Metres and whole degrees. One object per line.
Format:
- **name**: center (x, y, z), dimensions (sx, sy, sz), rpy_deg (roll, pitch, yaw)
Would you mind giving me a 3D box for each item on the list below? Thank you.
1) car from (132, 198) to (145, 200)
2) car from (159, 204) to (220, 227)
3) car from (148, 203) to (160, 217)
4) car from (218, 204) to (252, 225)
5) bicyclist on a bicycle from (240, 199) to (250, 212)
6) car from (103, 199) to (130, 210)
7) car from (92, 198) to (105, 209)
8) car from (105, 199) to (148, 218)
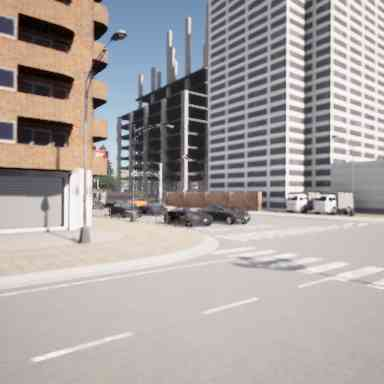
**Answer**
- **car**: center (-8.950, 1.704, 53.405), dimensions (2.097, 1.767, 4.553), rpy_deg (1, 0, -37)
- **car**: center (-0.272, 1.779, 24.620), dimensions (1.994, 1.385, 4.181), rpy_deg (1, 0, -37)
- **car**: center (-4.129, 1.827, 35.429), dimensions (1.994, 1.385, 4.181), rpy_deg (1, 0, -37)
- **car**: center (2.595, 1.751, 26.633), dimensions (1.837, 1.490, 4.892), rpy_deg (1, 0, -37)
- **bicyclist on a bicycle**: center (6.578, 1.667, 41.148), dimensions (1.656, 1.620, 0.582), rpy_deg (0, 0, -37)
- **car**: center (-11.749, 1.869, 51.301), dimensions (2.033, 1.411, 5.357), rpy_deg (1, 0, -37)
- **car**: center (-14.546, 1.696, 49.199), dimensions (2.097, 1.767, 4.553), rpy_deg (1, 0, -37)
- **car**: center (-6.591, 1.757, 32.909), dimensions (1.812, 1.442, 4.674), rpy_deg (1, -1, -37)
